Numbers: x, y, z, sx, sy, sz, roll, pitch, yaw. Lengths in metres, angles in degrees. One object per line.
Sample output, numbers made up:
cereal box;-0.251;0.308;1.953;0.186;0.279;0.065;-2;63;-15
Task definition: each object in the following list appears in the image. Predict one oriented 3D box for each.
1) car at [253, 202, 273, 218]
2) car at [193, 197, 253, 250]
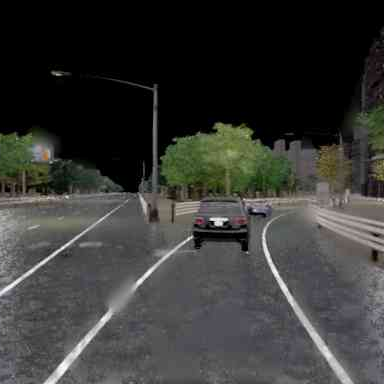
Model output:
car;6.366;1.605;31.185;1.994;1.385;4.181;0;0;22
car;1.468;1.236;14.667;2.150;2.045;5.566;0;0;11
